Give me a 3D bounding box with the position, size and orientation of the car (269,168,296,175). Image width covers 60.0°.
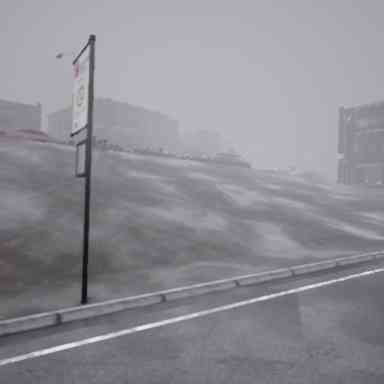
[{"bbox_3d":[12.466,-2.629,47.427,2.002,1.452,4.674,1,-2,43],"label":"car"}]

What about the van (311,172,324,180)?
[{"bbox_3d":[19.914,-2.361,55.810,1.878,1.987,4.442,1,-2,41],"label":"van"}]

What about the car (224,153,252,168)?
[{"bbox_3d":[4.853,-3.362,39.451,5.566,2.045,2.435,3,-1,-44],"label":"car"}]

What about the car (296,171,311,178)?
[{"bbox_3d":[16.173,-2.376,51.540,2.002,1.452,4.674,1,-2,42],"label":"car"}]

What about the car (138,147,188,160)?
[{"bbox_3d":[-3.267,-3.475,31.667,4.892,1.521,2.231,2,-1,-42],"label":"car"}]

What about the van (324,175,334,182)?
[{"bbox_3d":[23.449,-2.066,60.064,1.878,1.987,4.442,1,-2,40],"label":"van"}]

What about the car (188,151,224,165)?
[{"bbox_3d":[0.838,-3.429,35.531,4.553,1.767,2.185,2,-1,-43],"label":"car"}]

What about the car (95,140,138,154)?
[{"bbox_3d":[-7.296,-3.584,28.041,4.674,1.452,2.002,2,-1,-41],"label":"car"}]

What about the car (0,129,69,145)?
[{"bbox_3d":[-11.475,-3.746,24.439,4.792,1.488,2.163,2,-1,-40],"label":"car"}]
